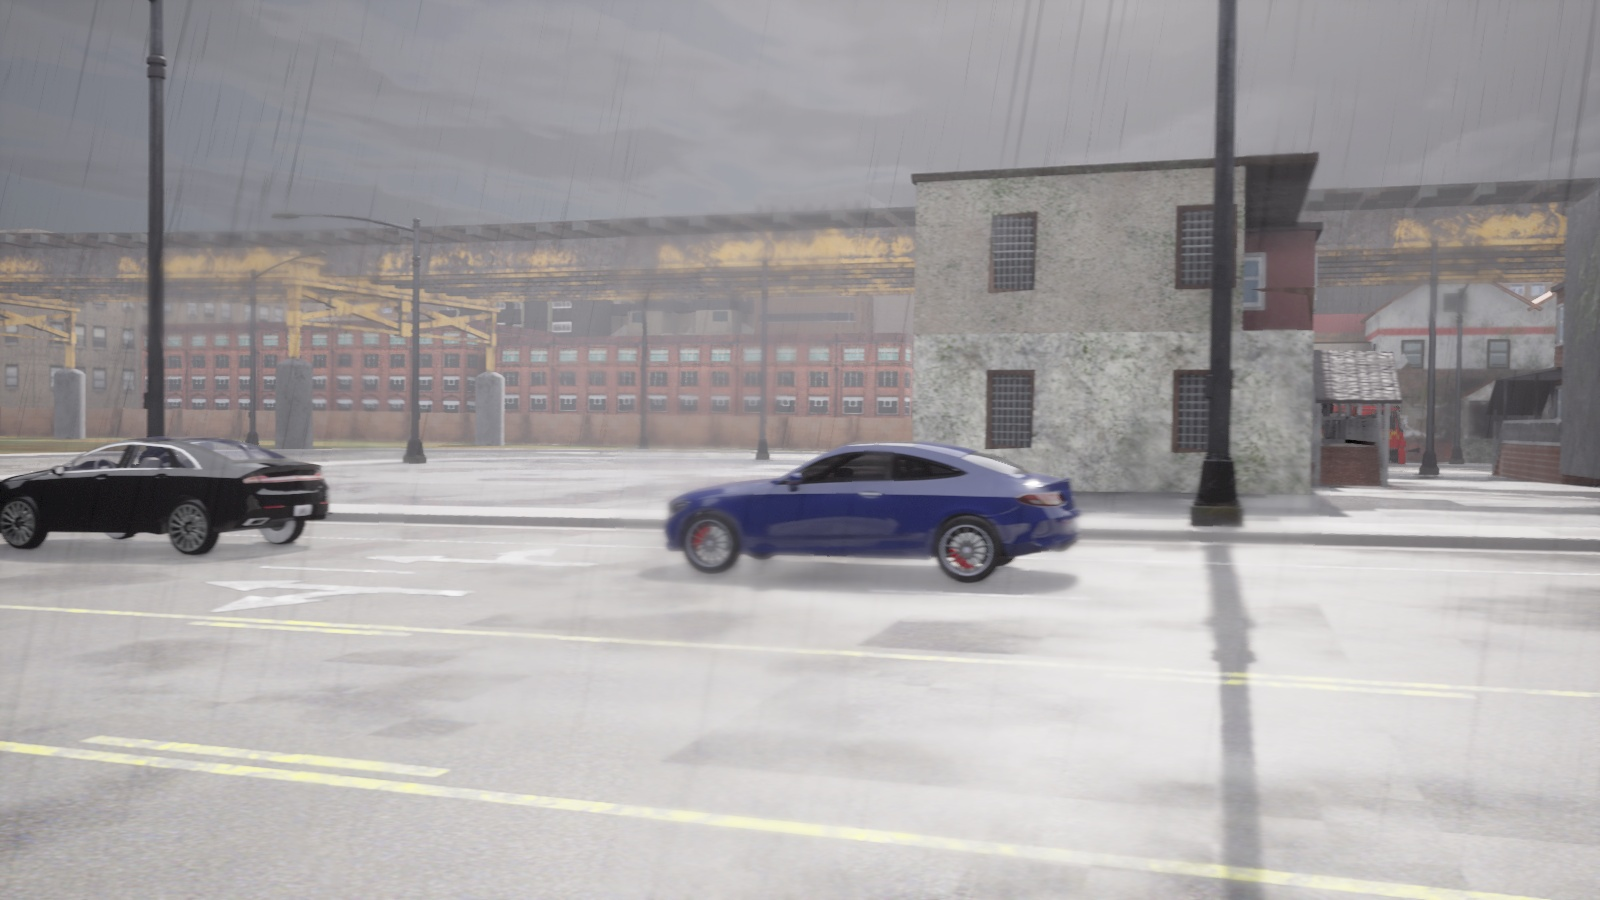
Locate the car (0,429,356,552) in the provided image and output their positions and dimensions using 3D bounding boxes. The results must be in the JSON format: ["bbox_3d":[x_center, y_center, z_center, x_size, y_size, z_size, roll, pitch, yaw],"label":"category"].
[{"bbox_3d":[-8.851,0.470,17.249,4.902,1.511,2.128,1,1,18],"label":"car"}]

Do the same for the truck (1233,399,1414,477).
[{"bbox_3d":[27.193,-0.674,65.693,8.468,3.827,2.891,2,1,19],"label":"truck"}]

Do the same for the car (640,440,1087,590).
[{"bbox_3d":[0.727,0.630,14.026,4.674,1.442,1.812,1,1,19],"label":"car"}]
